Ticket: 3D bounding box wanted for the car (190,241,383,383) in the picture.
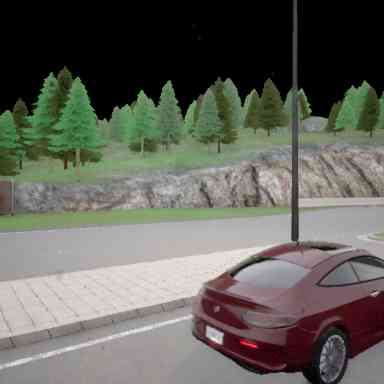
[{"bbox_3d":[2.135,1.526,5.270,4.674,1.442,1.812,0,0,-36],"label":"car"}]
